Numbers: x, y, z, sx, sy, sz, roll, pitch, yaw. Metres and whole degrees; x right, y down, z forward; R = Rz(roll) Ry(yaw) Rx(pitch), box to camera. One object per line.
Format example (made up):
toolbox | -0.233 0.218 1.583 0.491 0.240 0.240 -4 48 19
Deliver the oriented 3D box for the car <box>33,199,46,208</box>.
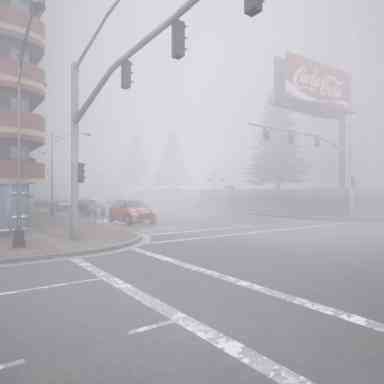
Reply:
car | -21.261 1.601 47.367 1.895 1.301 4.718 0 0 -35

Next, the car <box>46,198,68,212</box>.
car | -15.323 1.478 39.107 1.882 1.535 5.008 0 0 -36

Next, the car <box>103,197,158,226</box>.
car | -4.315 1.352 23.899 2.097 1.767 4.553 0 0 -36

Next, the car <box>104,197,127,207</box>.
car | -12.262 1.502 53.098 1.837 1.490 4.892 0 -1 -36

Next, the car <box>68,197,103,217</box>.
car | -9.652 1.491 31.265 2.128 1.511 4.902 0 0 -36
